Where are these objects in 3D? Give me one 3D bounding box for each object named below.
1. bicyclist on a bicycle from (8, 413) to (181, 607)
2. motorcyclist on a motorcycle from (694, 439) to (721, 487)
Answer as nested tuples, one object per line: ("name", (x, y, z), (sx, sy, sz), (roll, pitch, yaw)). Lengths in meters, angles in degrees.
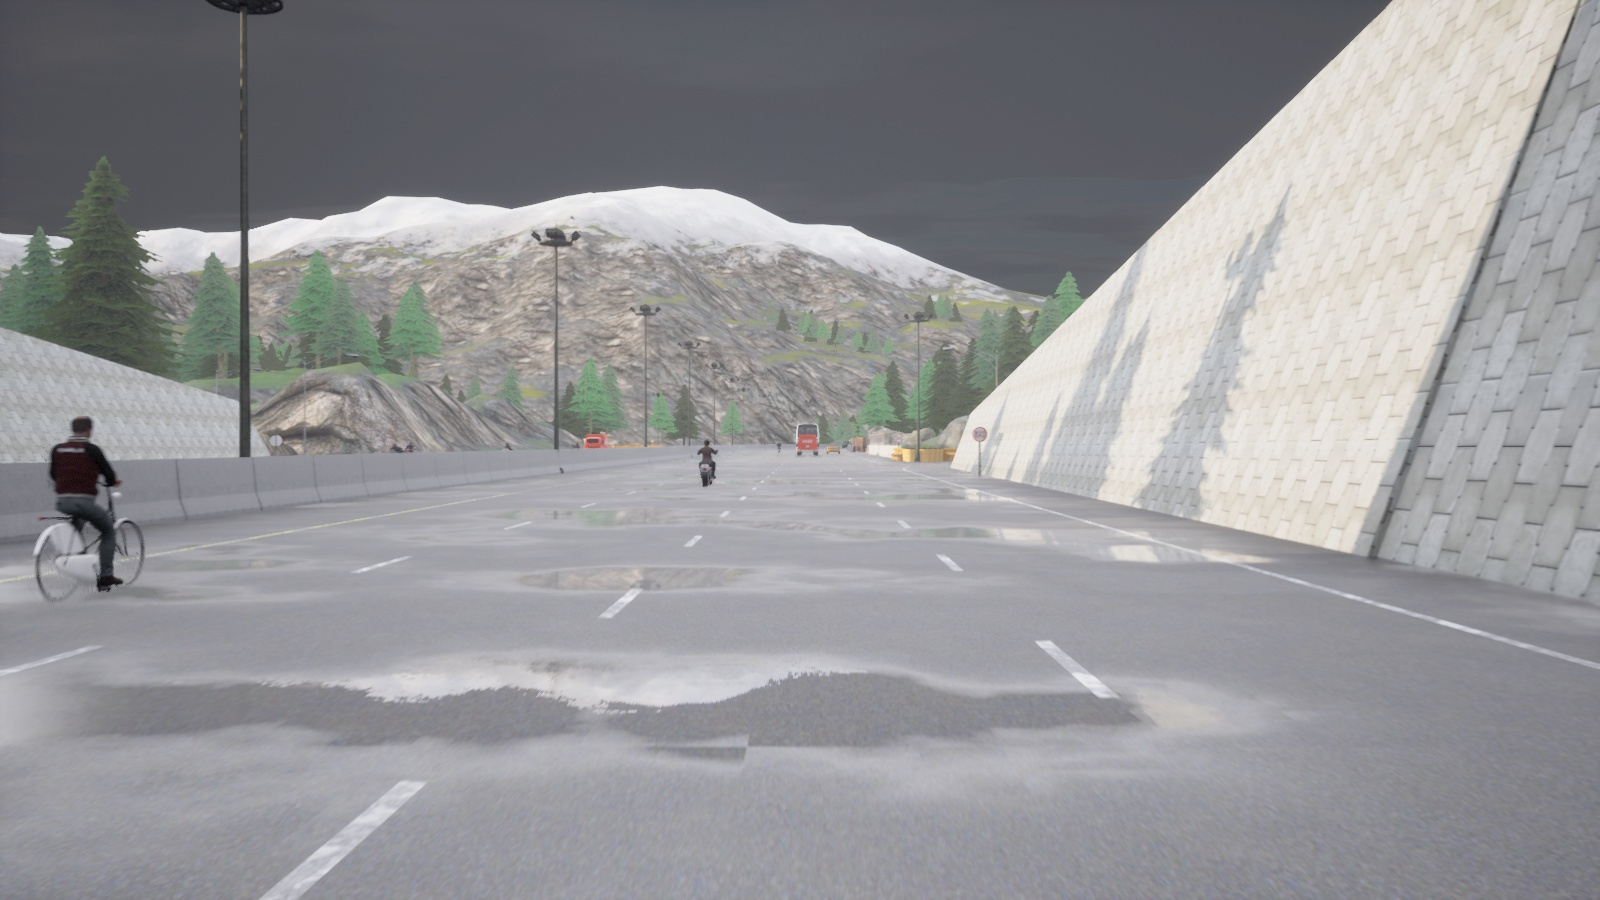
("bicyclist on a bicycle", (-6.911, 0.541, 12.410), (0.659, 1.776, 1.843), (0, 1, 0))
("motorcyclist on a motorcycle", (-3.225, 0.446, 43.953), (0.766, 1.649, 2.350), (0, 0, 0))
